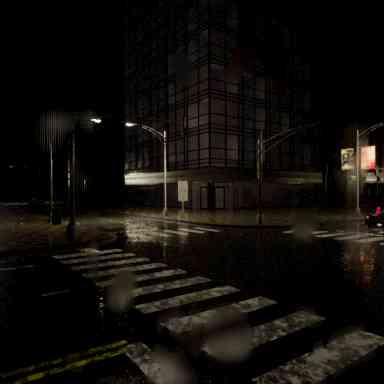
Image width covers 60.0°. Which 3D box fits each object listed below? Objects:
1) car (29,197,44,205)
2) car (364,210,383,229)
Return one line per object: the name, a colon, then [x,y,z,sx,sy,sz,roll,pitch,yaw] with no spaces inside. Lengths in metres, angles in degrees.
car: [-28.699,1.690,61.445,2.033,1.411,5.357,0,0,-36]
car: [12.804,1.606,20.725,4.718,1.301,1.895,0,0,-34]
